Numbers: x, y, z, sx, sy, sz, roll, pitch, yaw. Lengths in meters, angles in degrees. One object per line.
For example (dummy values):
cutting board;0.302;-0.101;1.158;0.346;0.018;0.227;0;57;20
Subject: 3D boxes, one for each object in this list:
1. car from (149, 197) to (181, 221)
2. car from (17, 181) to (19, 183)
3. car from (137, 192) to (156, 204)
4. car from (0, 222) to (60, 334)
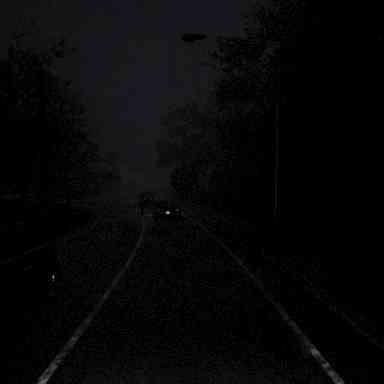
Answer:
car;-2.010;1.380;25.469;1.994;1.385;4.181;-1;1;-9
car;-43.463;-2.803;80.159;2.128;1.511;4.902;3;5;29
car;-5.449;0.659;40.227;2.033;1.411;5.357;-1;4;-17
car;-3.753;1.348;5.044;2.097;1.767;4.553;0;0;-2
